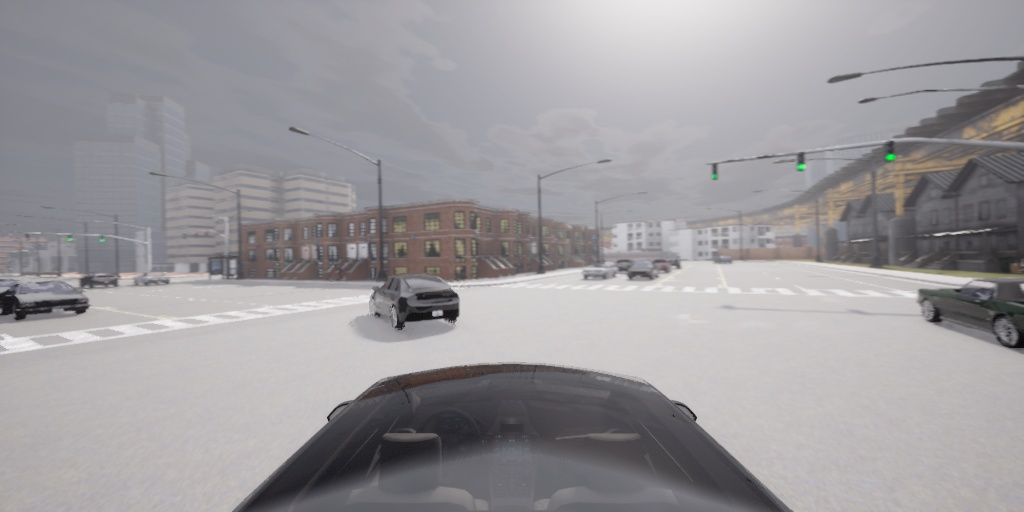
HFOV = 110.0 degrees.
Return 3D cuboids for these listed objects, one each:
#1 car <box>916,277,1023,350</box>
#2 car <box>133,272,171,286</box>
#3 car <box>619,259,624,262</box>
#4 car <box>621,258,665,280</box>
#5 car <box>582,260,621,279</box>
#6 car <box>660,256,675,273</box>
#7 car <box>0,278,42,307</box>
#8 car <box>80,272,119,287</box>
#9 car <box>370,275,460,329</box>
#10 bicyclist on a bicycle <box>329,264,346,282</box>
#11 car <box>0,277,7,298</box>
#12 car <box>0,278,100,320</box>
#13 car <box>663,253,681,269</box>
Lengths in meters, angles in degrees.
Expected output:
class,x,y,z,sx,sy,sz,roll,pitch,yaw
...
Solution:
class,x,y,z,sx,sy,sz,roll,pitch,yaw
car,10.928,1.102,7.636,1.895,1.301,4.718,-1,0,29
car,-37.714,2.360,37.520,4.718,1.301,1.895,-1,0,31
car,12.129,1.060,38.658,1.837,1.490,4.892,-1,0,30
car,10.739,1.111,29.120,2.033,1.411,5.357,-1,0,29
car,7.530,1.246,30.556,1.895,1.301,4.718,-1,0,30
car,15.469,0.997,37.459,1.812,1.442,4.674,-1,0,30
car,-29.183,2.054,20.495,5.357,1.411,2.033,-1,0,29
car,-40.079,2.300,34.787,4.902,1.511,2.128,-1,0,30
car,-3.343,1.363,11.875,1.837,1.490,4.892,0,-1,-33
bicyclist on a bicycle,-15.449,1.504,31.683,0.582,1.620,1.656,-1,0,29
car,-38.427,2.292,25.727,5.357,1.411,2.033,-1,0,30
car,-20.311,1.826,15.505,5.357,1.411,2.033,-1,0,29
car,20.644,0.591,46.598,2.150,2.045,5.566,-1,0,29
